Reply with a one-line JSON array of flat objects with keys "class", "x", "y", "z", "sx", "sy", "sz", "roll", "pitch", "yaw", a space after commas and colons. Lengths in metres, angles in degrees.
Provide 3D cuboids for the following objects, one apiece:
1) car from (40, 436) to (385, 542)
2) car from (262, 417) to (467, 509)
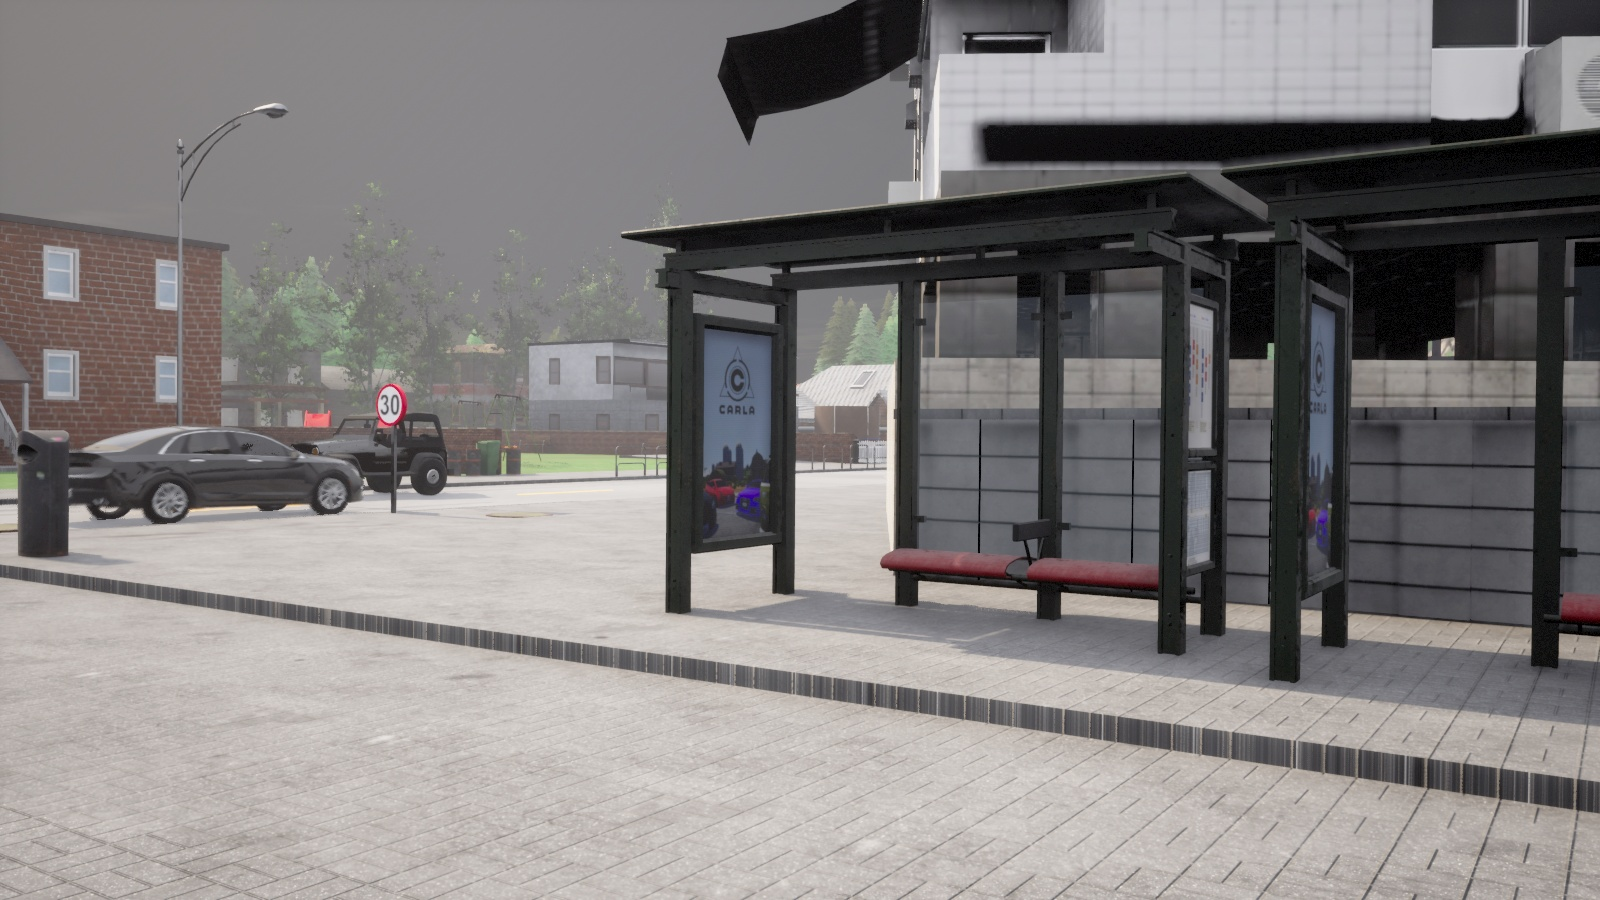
[{"class": "car", "x": -9.451, "y": 0.540, "z": 20.663, "sx": 1.837, "sy": 1.490, "sz": 4.892, "roll": 0, "pitch": 1, "yaw": 33}, {"class": "car", "x": -9.522, "y": 0.235, "z": 27.719, "sx": 1.905, "sy": 1.878, "sz": 3.866, "roll": 0, "pitch": 1, "yaw": 34}]
